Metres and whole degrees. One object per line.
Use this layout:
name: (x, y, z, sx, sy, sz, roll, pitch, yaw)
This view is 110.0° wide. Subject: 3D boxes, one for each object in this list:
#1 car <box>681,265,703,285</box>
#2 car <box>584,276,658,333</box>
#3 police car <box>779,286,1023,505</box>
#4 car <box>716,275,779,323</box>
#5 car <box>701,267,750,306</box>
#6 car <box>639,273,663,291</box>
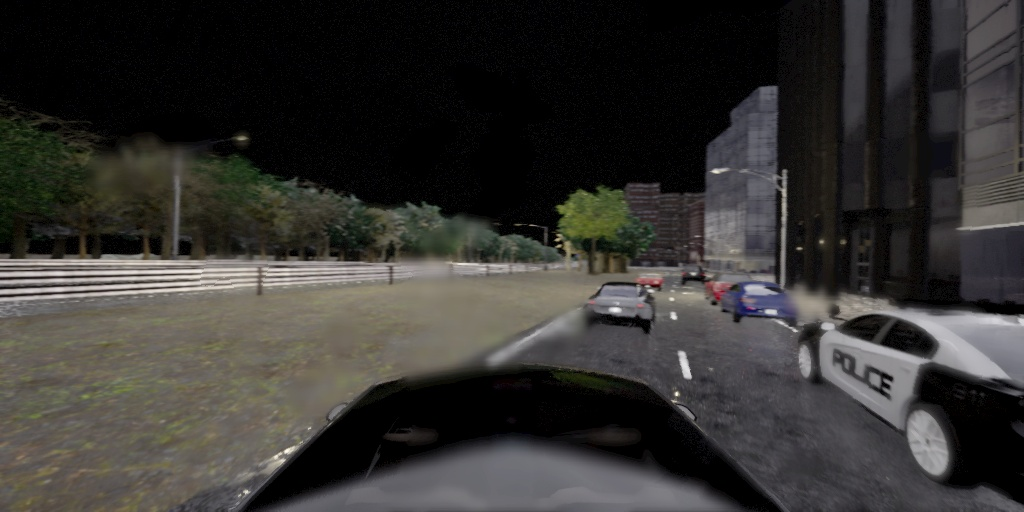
car: (18.876, 1.942, 37.276, 2.150, 2.045, 5.566, 1, -1, 27)
car: (3.709, 1.546, 12.023, 1.994, 1.385, 4.181, 1, -1, 23)
police car: (5.376, 1.341, 4.478, 1.930, 1.638, 5.238, 1, -1, 22)
car: (9.123, 1.659, 13.490, 1.812, 1.442, 4.674, 1, -1, 23)
car: (11.475, 1.619, 18.899, 2.097, 1.767, 4.553, 1, -1, 24)
car: (10.892, 1.993, 28.358, 1.895, 1.301, 4.718, 1, -1, 25)
